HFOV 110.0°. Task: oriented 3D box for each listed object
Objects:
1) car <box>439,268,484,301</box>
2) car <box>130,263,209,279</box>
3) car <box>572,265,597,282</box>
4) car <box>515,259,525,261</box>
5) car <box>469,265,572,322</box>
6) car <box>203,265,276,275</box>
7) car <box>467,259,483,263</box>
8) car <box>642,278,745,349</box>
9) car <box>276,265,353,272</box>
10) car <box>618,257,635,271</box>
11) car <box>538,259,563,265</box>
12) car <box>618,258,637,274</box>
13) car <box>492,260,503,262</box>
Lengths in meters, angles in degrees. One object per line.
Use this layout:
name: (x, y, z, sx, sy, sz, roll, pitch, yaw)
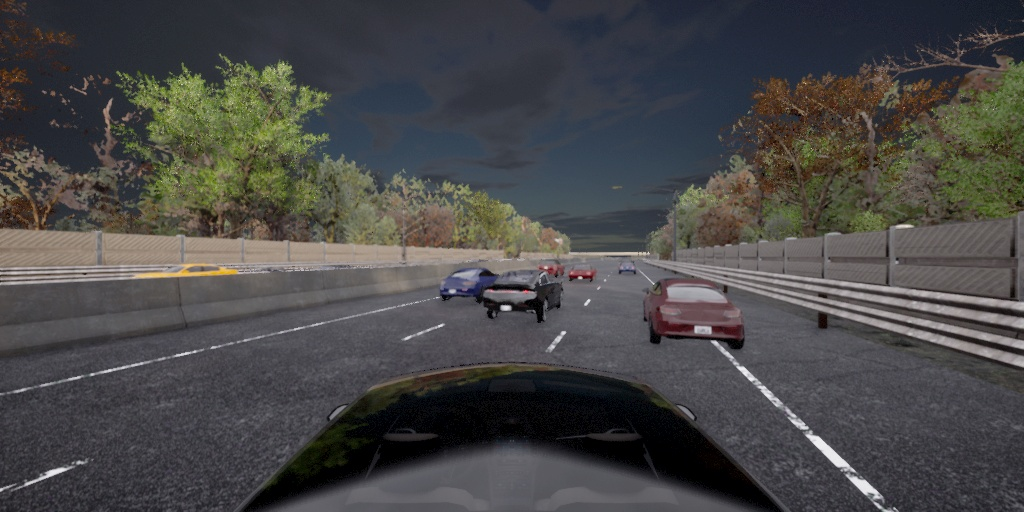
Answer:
car: (-1.731, 1.267, 16.790, 1.812, 1.442, 4.674, 0, 0, 17)
car: (-18.947, 1.205, 21.007, 1.882, 1.535, 5.008, 0, 0, 17)
car: (5.842, 1.342, 29.192, 1.895, 1.301, 4.718, 0, 0, 17)
car: (1.330, 1.267, 62.143, 1.812, 1.442, 4.674, 0, 0, 18)
car: (0.567, 1.236, 12.387, 2.128, 1.511, 4.902, 0, 0, 17)
car: (-15.111, 1.331, 21.541, 1.895, 1.301, 4.718, 0, 0, 17)
car: (-6.224, 1.281, 61.472, 2.033, 1.411, 5.357, 0, 0, 18)
car: (4.410, 1.275, 9.180, 1.812, 1.442, 4.674, 0, 0, 17)
car: (-11.222, 1.280, 22.243, 2.033, 1.411, 5.357, 0, 0, 17)
car: (16.078, 1.100, 50.342, 2.097, 1.767, 4.553, 0, 0, 18)
car: (3.688, 1.091, 34.013, 2.097, 1.767, 4.553, 0, 0, 17)
car: (13.024, 1.291, 40.443, 2.033, 1.411, 5.357, 0, 0, 18)
car: (-2.673, 1.337, 61.102, 1.895, 1.301, 4.718, 0, 0, 18)
